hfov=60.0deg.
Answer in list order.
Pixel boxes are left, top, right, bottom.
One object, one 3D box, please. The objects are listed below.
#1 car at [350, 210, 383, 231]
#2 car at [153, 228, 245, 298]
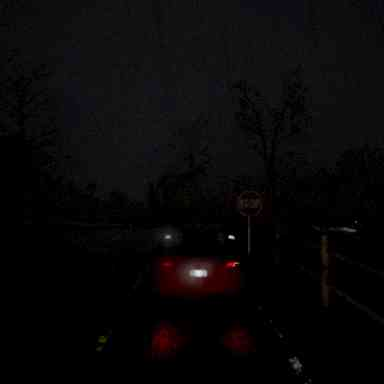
[{"bbox_3d":[13.577,2.006,23.567,4.181,1.385,1.994,1,0,0],"label":"car"},{"bbox_3d":[0.197,1.616,8.685,1.994,1.385,4.181,0,0,2],"label":"car"}]
